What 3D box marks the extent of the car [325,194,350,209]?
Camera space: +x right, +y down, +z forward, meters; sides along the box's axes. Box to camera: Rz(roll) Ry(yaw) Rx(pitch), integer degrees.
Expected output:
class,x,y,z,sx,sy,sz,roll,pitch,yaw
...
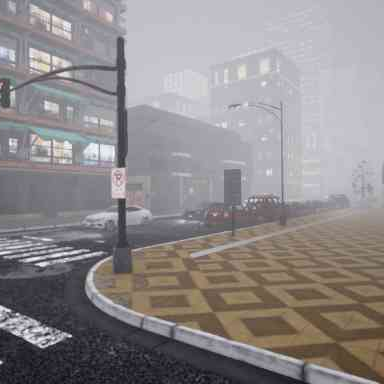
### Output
class,x,y,z,sx,sy,sz,roll,pitch,yaw
car,19.048,1.166,43.268,2.192,1.841,5.009,-1,0,36

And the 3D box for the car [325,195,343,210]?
class,x,y,z,sx,sy,sz,roll,pitch,yaw
car,15.738,1.414,38.760,2.008,1.369,4.403,-1,0,36

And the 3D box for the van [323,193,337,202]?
class,x,y,z,sx,sy,sz,roll,pitch,yaw
van,29.262,1.228,70.467,1.690,1.788,3.998,-1,0,36

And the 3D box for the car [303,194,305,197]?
class,x,y,z,sx,sy,sz,roll,pitch,yaw
car,22.538,1.438,61.317,1.752,1.417,4.829,-1,0,36

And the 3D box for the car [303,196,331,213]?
class,x,y,z,sx,sy,sz,roll,pitch,yaw
car,12.425,1.421,34.254,1.887,1.381,4.507,-1,0,36

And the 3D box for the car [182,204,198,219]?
class,x,y,z,sx,sy,sz,roll,pitch,yaw
car,1.446,1.515,28.457,2.033,1.411,5.357,-1,0,36

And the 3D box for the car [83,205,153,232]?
class,x,y,z,sx,sy,sz,roll,pitch,yaw
car,-4.416,1.514,20.486,1.812,1.442,4.674,-1,-1,36

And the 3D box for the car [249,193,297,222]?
class,x,y,z,sx,sy,sz,roll,pitch,yaw
car,5.798,1.215,25.241,2.192,1.841,5.009,-1,0,36

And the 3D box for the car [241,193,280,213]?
class,x,y,z,sx,sy,sz,roll,pitch,yaw
car,7.692,1.166,36.951,2.150,2.045,5.566,-1,0,36

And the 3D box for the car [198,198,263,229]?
class,x,y,z,sx,sy,sz,roll,pitch,yaw
car,2.487,1.352,20.734,1.967,1.590,4.097,-1,0,36

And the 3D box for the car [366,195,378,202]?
class,x,y,z,sx,sy,sz,roll,pitch,yaw
car,35.612,1.333,65.800,1.887,1.381,4.507,-1,0,36

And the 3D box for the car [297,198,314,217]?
class,x,y,z,sx,sy,sz,roll,pitch,yaw
car,9.113,1.470,29.747,1.802,1.307,4.206,-1,0,36
